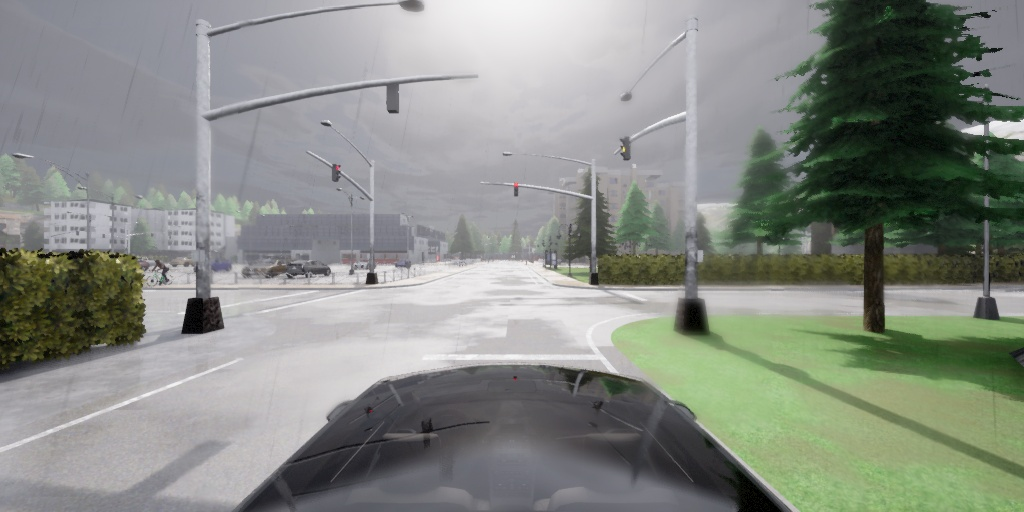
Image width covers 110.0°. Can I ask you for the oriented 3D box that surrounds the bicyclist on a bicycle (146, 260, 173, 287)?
[{"bbox_3d":[-21.760,1.051,22.163,0.582,1.620,1.656,0,0,1],"label":"bicyclist on a bicycle"}]
